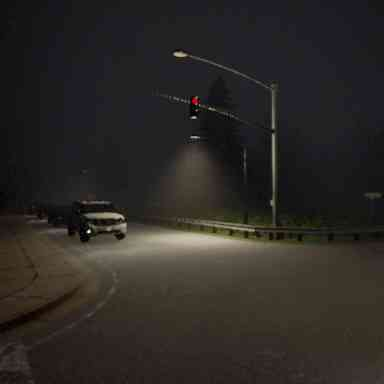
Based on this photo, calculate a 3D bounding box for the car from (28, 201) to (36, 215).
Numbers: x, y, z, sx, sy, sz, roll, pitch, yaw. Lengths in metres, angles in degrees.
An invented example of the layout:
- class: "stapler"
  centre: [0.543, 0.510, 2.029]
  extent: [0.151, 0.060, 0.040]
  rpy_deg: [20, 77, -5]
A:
- class: "car"
  centre: [-20.468, 2.027, 44.125]
  extent: [2.097, 1.767, 4.553]
  rpy_deg: [0, -1, -30]

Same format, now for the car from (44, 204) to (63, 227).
- class: "car"
  centre: [-10.522, 1.888, 27.205]
  extent: [1.882, 1.535, 5.008]
  rpy_deg: [0, -1, -31]

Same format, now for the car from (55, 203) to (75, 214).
- class: "car"
  centre: [-18.298, 2.298, 47.633]
  extent: [1.895, 1.301, 4.718]
  rpy_deg: [0, -1, -31]

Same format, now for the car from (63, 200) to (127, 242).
- class: "car"
  centre: [-5.454, 1.499, 18.618]
  extent: [2.150, 2.045, 5.566]
  rpy_deg: [0, -1, -31]

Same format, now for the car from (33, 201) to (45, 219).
- class: "car"
  centre: [-15.365, 2.044, 35.413]
  extent: [1.837, 1.490, 4.892]
  rpy_deg: [0, -1, -30]
